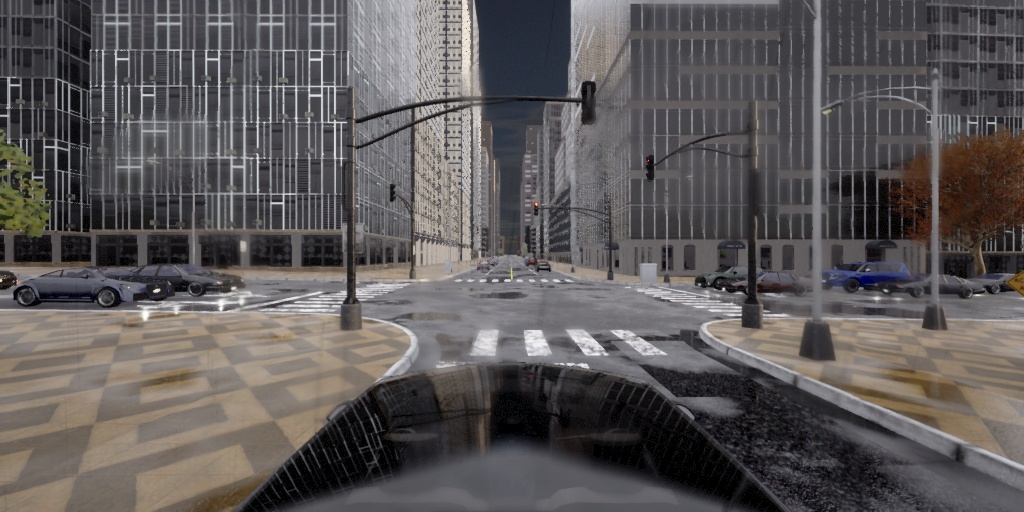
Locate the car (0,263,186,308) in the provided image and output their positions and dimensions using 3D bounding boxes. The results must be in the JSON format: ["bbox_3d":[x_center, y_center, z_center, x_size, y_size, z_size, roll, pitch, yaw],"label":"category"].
[{"bbox_3d":[-15.079,1.063,13.122,4.181,1.385,1.994,1,0,-3],"label":"car"}]

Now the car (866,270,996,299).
[{"bbox_3d":[25.187,1.775,21.699,5.357,1.411,2.033,1,0,-3],"label":"car"}]

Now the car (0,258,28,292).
[{"bbox_3d":[-25.275,0.816,15.905,4.892,1.490,1.837,1,0,-3],"label":"car"}]

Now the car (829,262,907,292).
[{"bbox_3d":[24.339,1.433,24.911,5.566,2.045,2.150,1,0,-3],"label":"car"}]

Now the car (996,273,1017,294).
[{"bbox_3d":[34.567,1.942,25.384,5.357,1.411,2.033,1,0,-3],"label":"car"}]

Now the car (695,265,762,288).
[{"bbox_3d":[14.996,1.396,24.479,4.553,1.767,2.097,1,0,-3],"label":"car"}]

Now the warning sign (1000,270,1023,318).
[{"bbox_3d":[17.274,1.204,11.872,1.060,1.860,1.300,0,0,-3],"label":"warning sign"}]

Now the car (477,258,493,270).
[{"bbox_3d":[-4.030,1.342,51.165,1.802,1.307,4.207,0,0,0],"label":"car"}]

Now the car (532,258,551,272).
[{"bbox_3d":[3.924,1.329,45.673,1.948,1.339,4.313,0,0,0],"label":"car"}]

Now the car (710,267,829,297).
[{"bbox_3d":[15.128,1.595,21.230,5.357,1.411,2.033,1,0,-3],"label":"car"}]

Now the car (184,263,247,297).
[{"bbox_3d":[-15.353,1.040,16.397,5.357,1.411,2.033,1,0,0],"label":"car"}]
